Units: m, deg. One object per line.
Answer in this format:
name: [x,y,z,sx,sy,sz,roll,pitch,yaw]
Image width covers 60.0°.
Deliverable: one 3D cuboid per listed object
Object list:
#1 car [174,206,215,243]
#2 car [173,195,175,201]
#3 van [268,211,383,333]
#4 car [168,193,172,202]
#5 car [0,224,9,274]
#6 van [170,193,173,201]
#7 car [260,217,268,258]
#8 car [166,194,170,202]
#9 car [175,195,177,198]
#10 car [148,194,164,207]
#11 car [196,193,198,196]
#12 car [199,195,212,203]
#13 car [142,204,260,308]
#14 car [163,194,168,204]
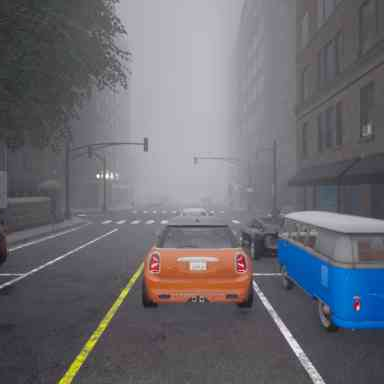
car: [0.106,1.521,17.097,1.812,1.442,4.674,0,0,0]
car: [-5.649,1.523,77.446,2.008,1.369,4.403,0,0,0]
van: [2.858,1.340,6.542,1.690,1.788,3.998,0,0,0]
car: [-5.652,1.515,66.545,1.887,1.381,4.507,0,0,0]
car: [-5.667,1.314,6.504,2.192,1.841,5.009,0,0,0]
van: [-5.651,1.312,71.996,1.690,1.788,3.998,0,0,0]
car: [2.860,1.563,12.202,1.947,1.339,4.313,0,0,0]
car: [-5.653,1.515,61.094,1.887,1.381,4.507,0,0,0]
car: [-5.649,1.290,82.897,2.192,1.841,5.009,0,0,0]
car: [-5.656,1.498,50.023,1.752,1.417,4.829,0,0,0]
car: [2.880,1.507,93.991,1.752,1.417,4.829,0,0,0]
car: [2.872,1.410,66.579,1.967,1.590,4.097,0,0,0]
car: [0.104,1.351,8.096,2.097,1.767,4.553,0,0,0]
car: [-5.655,1.522,55.643,2.008,1.369,4.403,0,0,0]
